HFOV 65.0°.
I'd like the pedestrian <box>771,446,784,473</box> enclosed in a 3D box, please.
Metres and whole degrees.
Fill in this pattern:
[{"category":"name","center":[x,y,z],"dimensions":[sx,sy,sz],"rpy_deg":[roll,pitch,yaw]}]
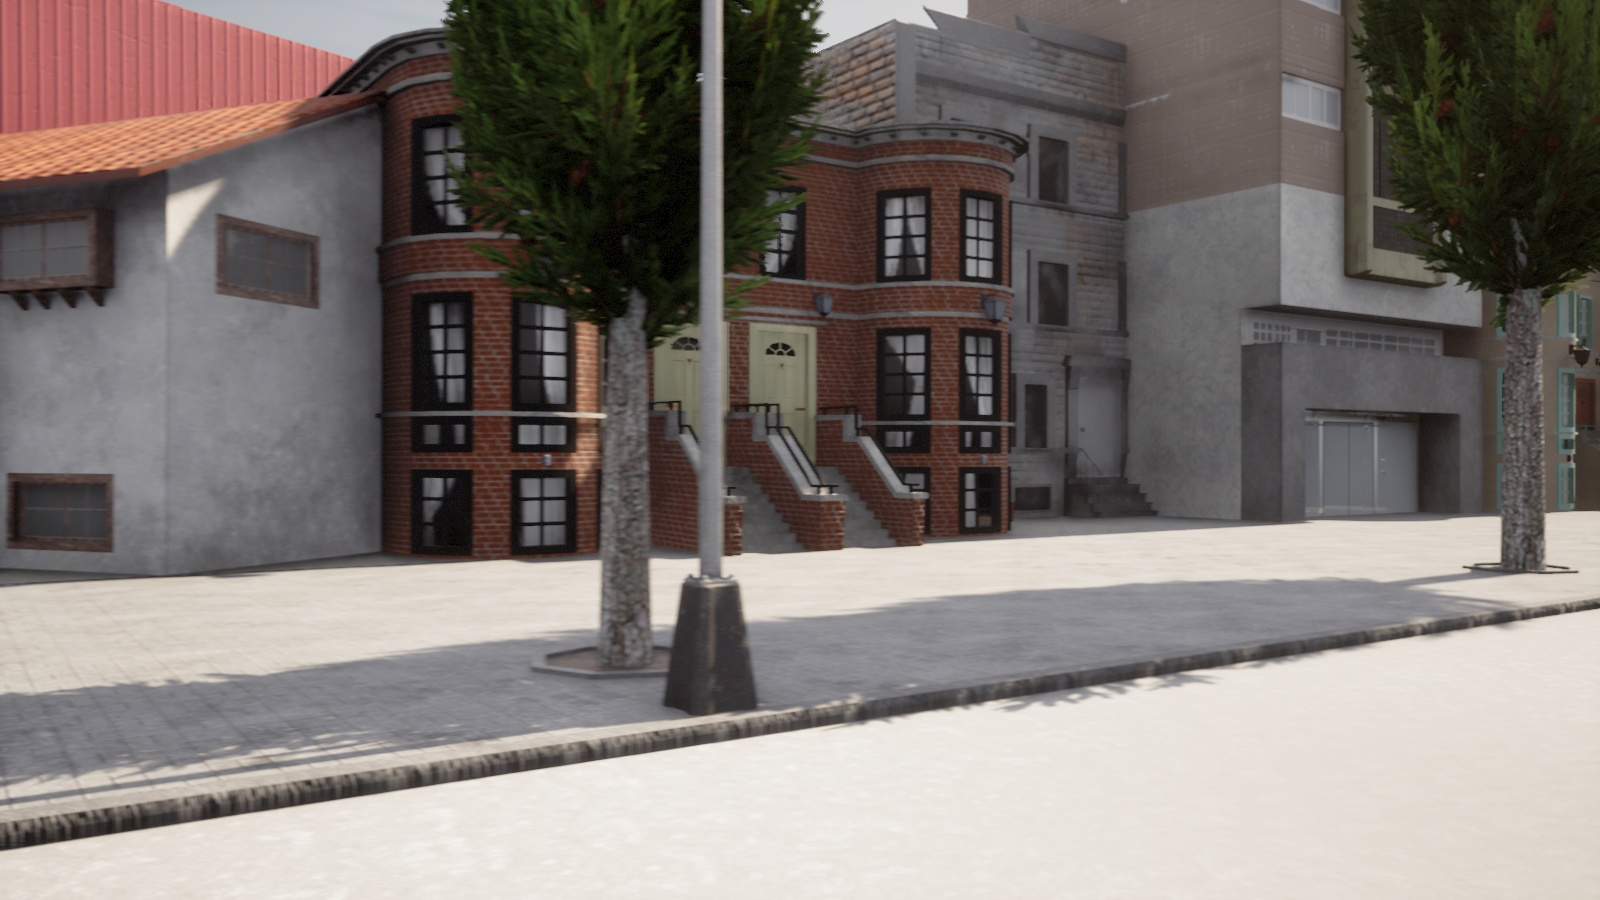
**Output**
[{"category":"pedestrian","center":[-1.645,0.684,92.297],"dimensions":[0.659,1.952,0.873],"rpy_deg":[0,0,-24]}]
